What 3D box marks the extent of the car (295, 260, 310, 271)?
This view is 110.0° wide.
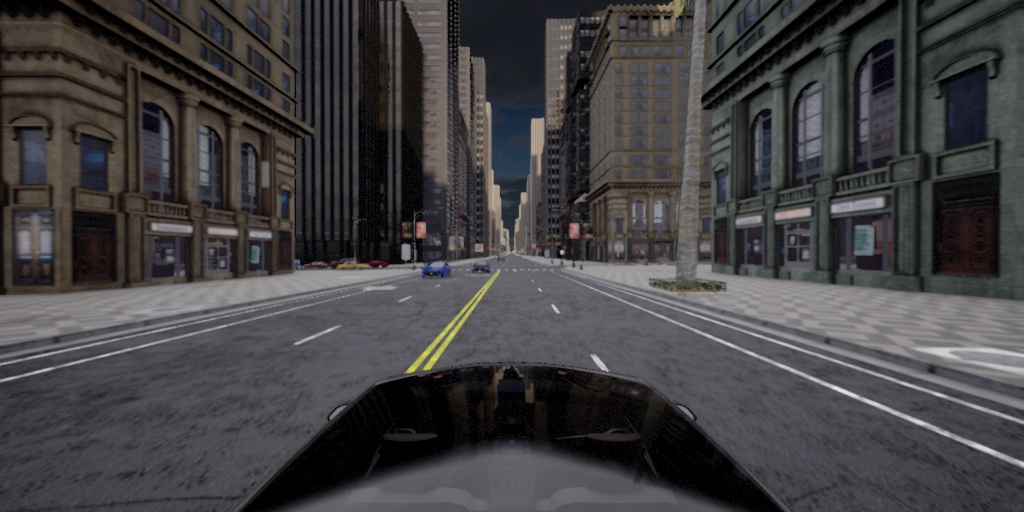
[{"bbox_3d":[-33.787,1.635,54.348,4.403,1.370,2.007,0,0,0],"label":"car"}]

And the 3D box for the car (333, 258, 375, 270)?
[{"bbox_3d":[-23.846,1.478,54.328,4.829,1.417,1.751,0,0,0],"label":"car"}]

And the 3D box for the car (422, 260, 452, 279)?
[{"bbox_3d":[-6.599,1.163,31.864,1.882,1.535,5.008,0,0,0],"label":"car"}]

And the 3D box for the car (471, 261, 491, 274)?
[{"bbox_3d":[-3.318,1.215,39.671,2.033,1.411,5.357,0,0,0],"label":"car"}]
